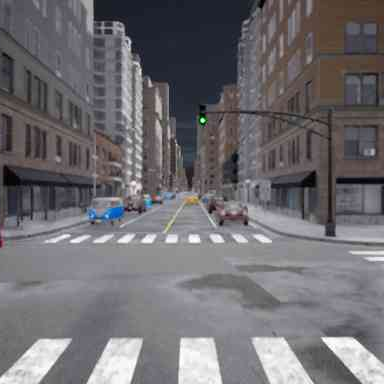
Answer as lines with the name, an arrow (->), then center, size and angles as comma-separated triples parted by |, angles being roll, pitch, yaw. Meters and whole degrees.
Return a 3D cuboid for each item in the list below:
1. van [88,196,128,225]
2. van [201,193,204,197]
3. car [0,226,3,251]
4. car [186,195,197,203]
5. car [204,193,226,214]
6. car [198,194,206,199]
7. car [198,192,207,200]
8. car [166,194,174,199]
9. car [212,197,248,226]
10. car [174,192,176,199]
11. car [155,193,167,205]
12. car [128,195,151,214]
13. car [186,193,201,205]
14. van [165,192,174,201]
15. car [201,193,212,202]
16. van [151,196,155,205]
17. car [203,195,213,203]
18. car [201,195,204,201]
van -> -5.860, 1.289, 23.005 | 1.690, 1.788, 3.998 | 0, 0, 0
van -> 2.664, 1.204, 50.949 | 1.690, 1.788, 3.998 | 0, 0, 0
car -> -8.715, 1.446, 10.779 | 5.008, 1.535, 1.882 | 0, -1, 11
car -> -0.007, 1.358, 64.023 | 2.033, 1.411, 5.357 | 0, 0, 0
car -> 2.665, 1.234, 34.194 | 2.192, 1.841, 5.009 | 0, 0, 0
car -> 2.659, 1.249, 90.045 | 2.008, 1.369, 4.403 | 0, 0, 0
car -> 2.660, 1.038, 84.459 | 2.192, 1.841, 5.009 | 0, 0, 0
car -> -5.866, 1.264, 90.039 | 1.947, 1.339, 4.313 | 0, 0, 0
car -> 2.666, 1.388, 23.024 | 1.967, 1.590, 4.097 | 0, 0, 0
car -> -5.866, 1.289, 84.453 | 1.947, 1.339, 4.313 | 0, 0, 0
car -> -5.863, 1.386, 56.523 | 1.887, 1.381, 4.507 | 0, 0, 0
car -> -5.861, 1.234, 34.178 | 2.192, 1.841, 5.009 | 0, 0, 0
car -> 0.041, 1.331, 53.578 | 1.882, 1.535, 5.008 | 0, 0, 0
van -> -5.865, 1.088, 78.866 | 1.690, 1.788, 3.998 | 0, 0, 0
car -> 3.105, 1.126, 72.816 | 2.097, 1.767, 4.553 | 0, 0, 0
van -> -5.861, 1.244, 39.763 | 1.690, 1.788, 3.998 | 0, 0, 0
car -> 3.137, 1.307, 65.847 | 1.837, 1.490, 4.892 | 0, 0, 0
car -> 2.664, 1.434, 45.365 | 2.008, 1.369, 4.403 | 0, 0, 0
